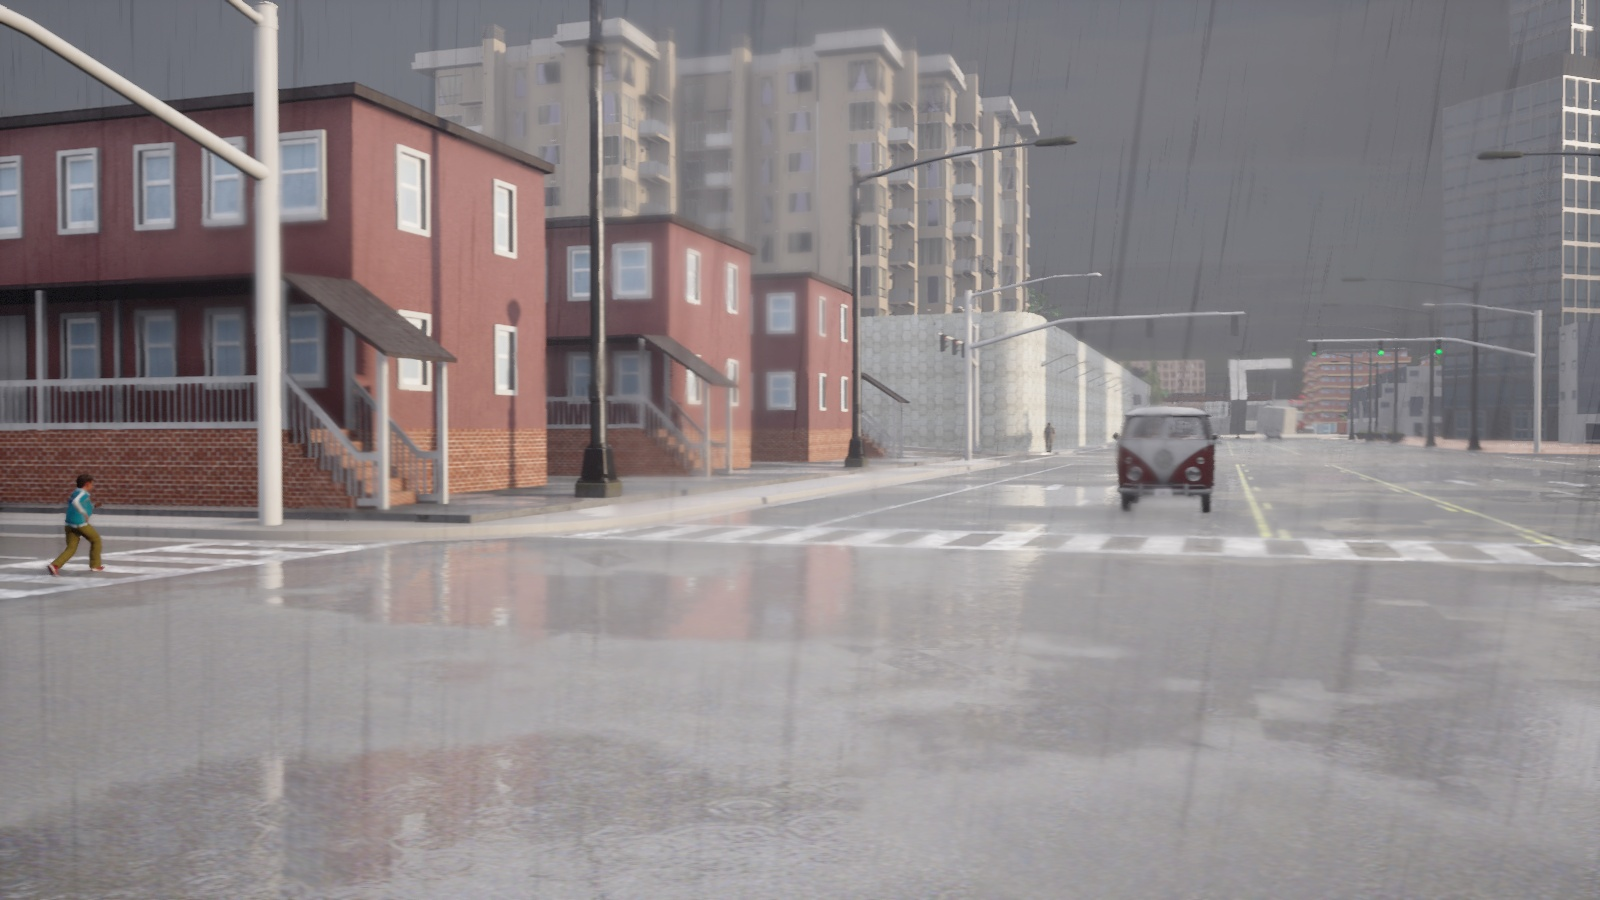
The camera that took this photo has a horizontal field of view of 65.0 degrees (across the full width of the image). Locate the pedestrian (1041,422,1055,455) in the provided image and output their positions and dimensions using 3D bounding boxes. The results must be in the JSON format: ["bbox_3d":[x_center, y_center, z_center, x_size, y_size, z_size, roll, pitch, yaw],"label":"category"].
[{"bbox_3d":[14.918,-0.694,75.561,0.659,1.952,0.873,1,1,19],"label":"pedestrian"}]

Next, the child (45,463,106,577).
[{"bbox_3d":[-7.816,0.748,13.559,0.343,1.192,0.448,1,1,25],"label":"child"}]

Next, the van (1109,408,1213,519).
[{"bbox_3d":[7.244,0.207,24.956,1.775,1.987,4.442,1,1,19],"label":"van"}]
